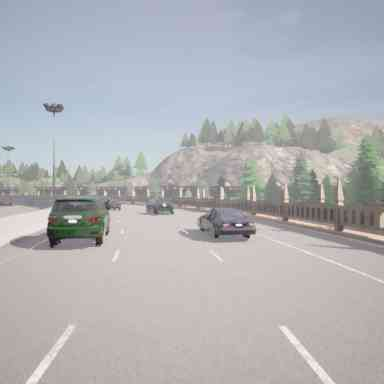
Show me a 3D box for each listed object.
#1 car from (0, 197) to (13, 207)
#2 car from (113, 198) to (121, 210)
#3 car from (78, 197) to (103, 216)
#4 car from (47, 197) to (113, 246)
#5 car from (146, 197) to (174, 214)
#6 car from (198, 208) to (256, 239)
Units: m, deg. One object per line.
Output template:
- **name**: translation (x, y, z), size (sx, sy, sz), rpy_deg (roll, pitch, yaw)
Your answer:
- **car**: translation (-31.477, 1.703, 56.040), size (1.837, 1.490, 4.892), rpy_deg (0, 0, -38)
- **car**: translation (-10.394, 1.560, 42.614), size (2.128, 1.511, 4.902), rpy_deg (0, 0, -25)
- **car**: translation (-10.399, 1.408, 33.871), size (2.097, 1.767, 4.553), rpy_deg (0, 0, -21)
- **car**: translation (-5.100, 1.233, 15.505), size (2.150, 2.045, 5.566), rpy_deg (0, 0, -10)
- **car**: translation (-3.522, 1.387, 35.441), size (2.097, 1.767, 4.553), rpy_deg (0, 0, -21)
- **car**: translation (1.660, 1.551, 17.537), size (2.033, 1.411, 5.357), rpy_deg (0, 0, -11)
